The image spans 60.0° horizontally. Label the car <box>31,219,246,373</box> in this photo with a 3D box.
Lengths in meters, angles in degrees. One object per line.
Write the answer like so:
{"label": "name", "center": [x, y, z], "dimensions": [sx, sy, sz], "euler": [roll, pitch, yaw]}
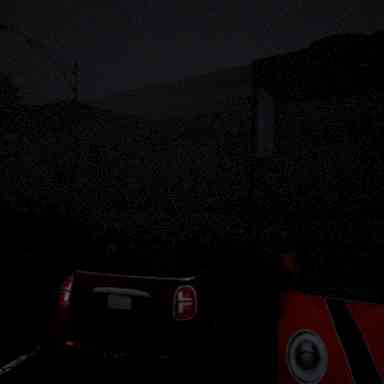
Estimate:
{"label": "car", "center": [-0.285, 1.346, 5.966], "dimensions": [2.185, 1.767, 4.553], "euler": [0, -1, 16]}

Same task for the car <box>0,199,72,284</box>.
{"label": "car", "center": [-5.158, 1.203, 9.512], "dimensions": [2.435, 2.045, 5.566], "euler": [0, -1, 16]}

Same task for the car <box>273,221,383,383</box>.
{"label": "car", "center": [2.182, 1.360, 4.283], "dimensions": [2.185, 1.767, 4.553], "euler": [1, 0, 15]}
